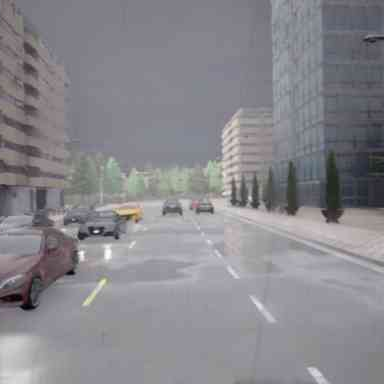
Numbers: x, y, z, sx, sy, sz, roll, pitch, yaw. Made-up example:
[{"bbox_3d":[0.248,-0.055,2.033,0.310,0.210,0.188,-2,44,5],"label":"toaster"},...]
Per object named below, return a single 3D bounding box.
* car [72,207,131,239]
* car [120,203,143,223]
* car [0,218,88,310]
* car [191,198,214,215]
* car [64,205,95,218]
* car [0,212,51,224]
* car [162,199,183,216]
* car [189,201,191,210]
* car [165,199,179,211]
[{"bbox_3d":[-4.723,1.736,18.038,1.994,1.385,4.181,-1,0,-3],"label":"car"},{"bbox_3d":[-5.292,1.711,28.083,1.882,1.535,5.008,-1,0,-3],"label":"car"},{"bbox_3d":[-4.106,1.635,8.099,1.812,1.442,4.674,-1,0,-4],"label":"car"},{"bbox_3d":[1.347,1.658,37.045,2.128,1.511,4.902,-1,0,-3],"label":"car"},{"bbox_3d":[-8.709,1.788,26.485,1.837,1.490,4.892,-1,0,-3],"label":"car"},{"bbox_3d":[-8.119,1.745,16.105,1.812,1.442,4.674,-1,0,-4],"label":"car"},{"bbox_3d":[-2.118,1.574,36.288,2.097,1.767,4.553,-1,0,-3],"label":"car"},{"bbox_3d":[0.727,1.579,46.867,2.097,1.767,4.553,-1,0,-3],"label":"car"},{"bbox_3d":[-2.766,1.793,46.683,1.837,1.490,4.892,-1,0,-3],"label":"car"}]
